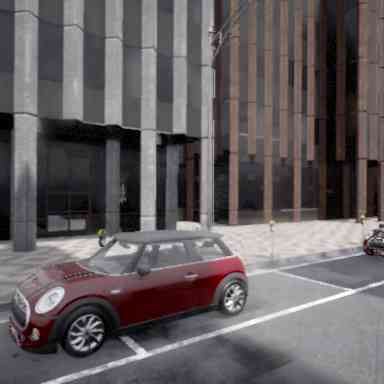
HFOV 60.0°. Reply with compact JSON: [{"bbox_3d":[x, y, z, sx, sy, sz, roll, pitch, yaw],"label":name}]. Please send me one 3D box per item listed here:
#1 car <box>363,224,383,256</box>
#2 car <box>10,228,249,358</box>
[{"bbox_3d":[8.227,1.595,12.520,4.097,1.590,1.967,1,-1,-35],"label":"car"},{"bbox_3d":[-0.950,1.469,5.974,4.097,1.590,1.967,1,-1,-35],"label":"car"}]
